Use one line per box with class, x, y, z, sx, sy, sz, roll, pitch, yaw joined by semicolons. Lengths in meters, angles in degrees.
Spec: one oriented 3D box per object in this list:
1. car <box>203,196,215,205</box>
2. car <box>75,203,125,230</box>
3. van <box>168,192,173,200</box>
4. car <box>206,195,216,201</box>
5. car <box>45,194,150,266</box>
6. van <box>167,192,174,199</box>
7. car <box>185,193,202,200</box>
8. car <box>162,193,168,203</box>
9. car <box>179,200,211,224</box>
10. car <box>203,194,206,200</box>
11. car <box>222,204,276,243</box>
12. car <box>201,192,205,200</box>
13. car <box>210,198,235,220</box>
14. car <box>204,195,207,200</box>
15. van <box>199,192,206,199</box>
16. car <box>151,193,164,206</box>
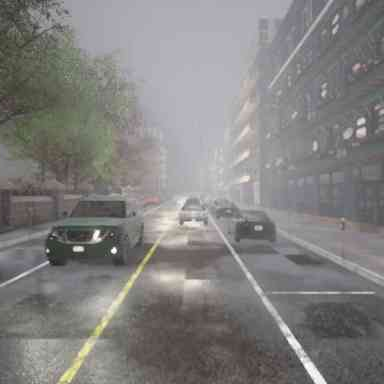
car;2.723;1.328;54.271;1.802;1.307;4.206;1;0;0
car;-5.669;1.466;21.134;1.947;1.339;4.313;1;0;0
van;-5.656;1.010;70.843;1.690;1.788;3.998;1;0;0
car;2.718;1.289;32.177;1.967;1.590;4.097;1;0;0
car;-3.009;1.171;11.632;2.150;2.045;5.566;0;0;0
van;-5.608;0.934;87.414;1.690;1.788;3.998;1;0;0
car;0.118;1.293;45.561;1.837;1.490;4.892;0;1;0
car;-5.653;1.061;54.273;2.192;1.841;5.009;1;0;0
car;0.110;1.490;23.532;1.895;1.301;4.718;0;0;0
car;2.720;1.321;43.394;1.752;1.417;4.829;1;0;0
car;2.709;1.492;15.607;1.947;1.339;4.313;1;0;0
car;2.723;1.211;48.747;1.967;1.590;4.097;1;0;0
car;2.713;1.440;26.655;1.947;1.339;4.313;1;0;0
car;2.718;1.367;37.700;1.887;1.381;4.507;1;0;0
van;2.705;0.934;87.410;1.690;1.788;3.998;1;0;0
car;-5.659;1.316;48.751;1.887;1.381;4.507;1;0;0
